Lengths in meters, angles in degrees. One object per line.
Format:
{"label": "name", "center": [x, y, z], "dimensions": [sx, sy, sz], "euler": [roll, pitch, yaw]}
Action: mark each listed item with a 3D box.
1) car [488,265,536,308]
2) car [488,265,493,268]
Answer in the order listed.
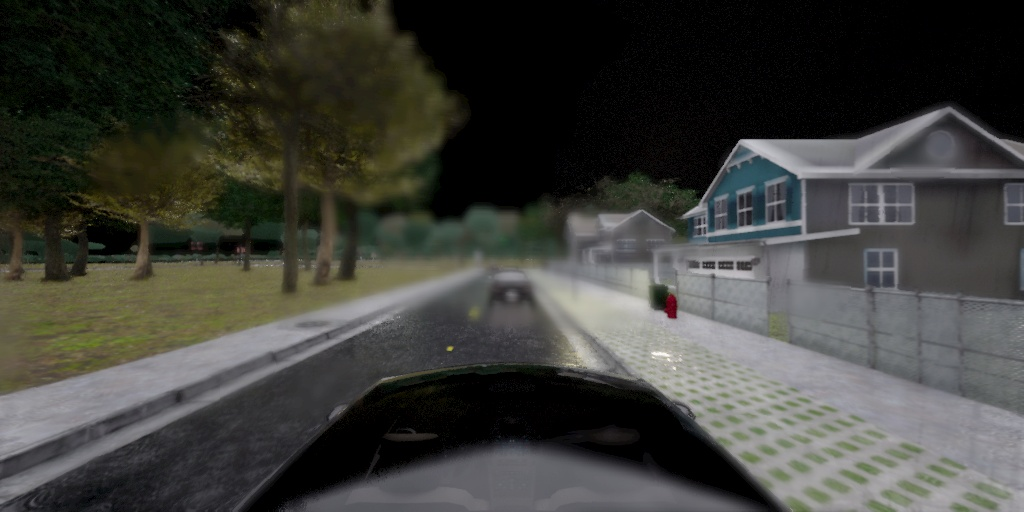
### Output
{"label": "car", "center": [0.022, 1.370, 16.102], "dimensions": [1.882, 1.535, 5.008], "euler": [0, 0, 0]}
{"label": "car", "center": [-2.785, 1.909, 58.397], "dimensions": [1.994, 1.385, 4.181], "euler": [0, -1, 1]}
